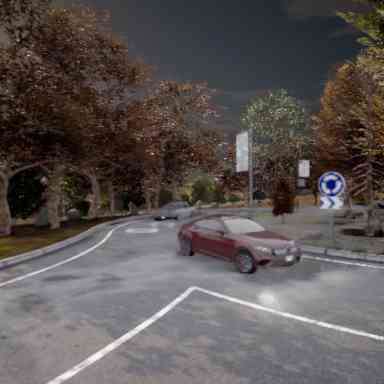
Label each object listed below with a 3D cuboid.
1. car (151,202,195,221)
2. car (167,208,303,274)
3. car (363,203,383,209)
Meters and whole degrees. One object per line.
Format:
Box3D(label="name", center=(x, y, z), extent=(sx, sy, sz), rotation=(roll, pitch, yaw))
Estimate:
Box3D(label="car", center=(-1.308, 1.454, 25.210), extent=(1.895, 1.301, 4.718), rotation=(0, 0, 19))
Box3D(label="car", center=(1.254, 1.460, 10.614), extent=(1.812, 1.442, 4.674), rotation=(0, 0, -34))
Box3D(label="car", center=(21.320, 1.138, 35.598), extent=(5.357, 1.411, 2.033), rotation=(1, 1, 24))
